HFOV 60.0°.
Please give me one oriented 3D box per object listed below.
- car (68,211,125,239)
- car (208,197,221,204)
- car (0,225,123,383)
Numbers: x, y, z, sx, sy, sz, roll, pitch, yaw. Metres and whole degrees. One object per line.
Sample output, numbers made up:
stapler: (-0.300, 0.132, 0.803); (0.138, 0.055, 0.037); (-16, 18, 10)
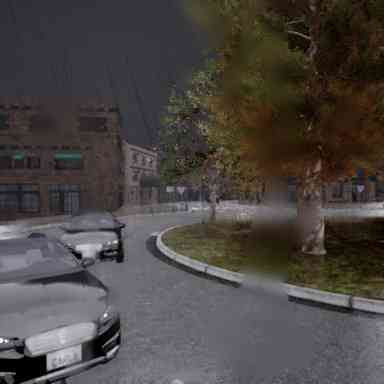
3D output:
car: (-3.415, 1.452, 11.557); (2.128, 1.511, 4.902); (-1, 0, -13)
car: (4.270, 1.400, 63.011); (1.882, 1.535, 5.008); (-1, -1, 12)
car: (-2.870, 1.485, 5.444); (2.128, 1.511, 4.902); (0, 0, -38)
